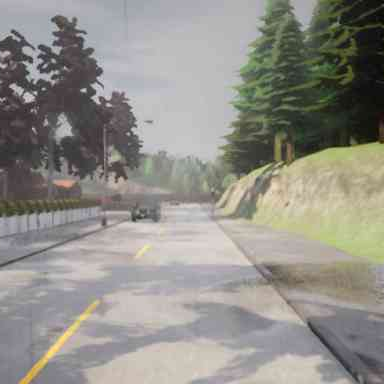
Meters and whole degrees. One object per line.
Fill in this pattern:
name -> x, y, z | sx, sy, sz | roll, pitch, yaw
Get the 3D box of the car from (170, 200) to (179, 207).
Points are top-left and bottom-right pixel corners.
car -> -4.016, 2.597, 76.083 | 1.994, 1.385, 4.181 | 0, -1, 0

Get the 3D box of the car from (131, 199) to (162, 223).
car -> -4.041, 1.639, 30.242 | 2.150, 2.045, 5.566 | 0, -1, 1
